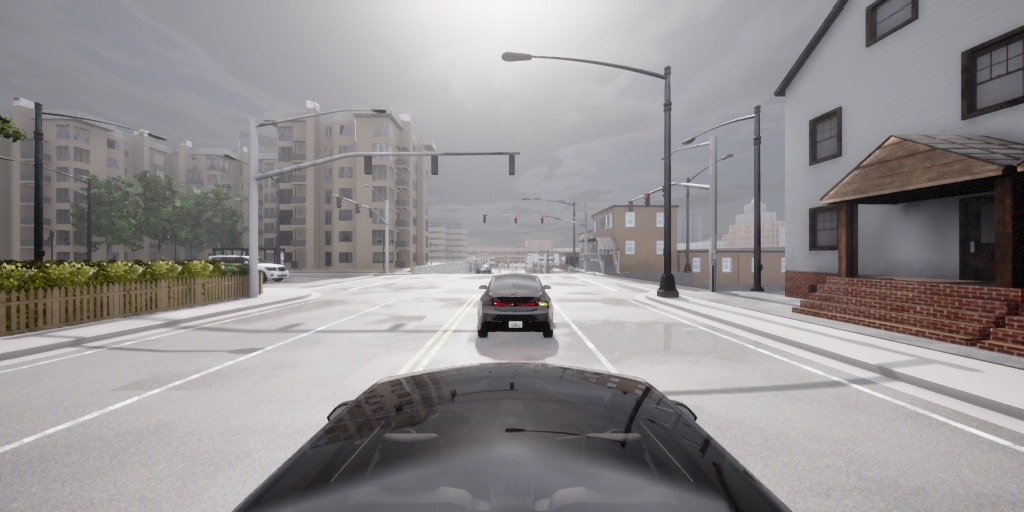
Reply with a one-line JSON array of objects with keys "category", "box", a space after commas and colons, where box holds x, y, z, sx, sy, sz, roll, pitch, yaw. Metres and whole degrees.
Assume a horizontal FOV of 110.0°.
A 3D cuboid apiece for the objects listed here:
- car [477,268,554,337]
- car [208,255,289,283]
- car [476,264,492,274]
[{"category": "car", "box": [0.090, 1.255, 10.276, 1.837, 1.490, 4.892, 0, 0, 0]}, {"category": "car", "box": [-19.962, 0.971, 26.961, 5.566, 2.045, 2.150, 0, 0, 1]}, {"category": "car", "box": [-3.630, 1.755, 47.089, 2.128, 1.511, 4.902, 0, -5, 0]}]
